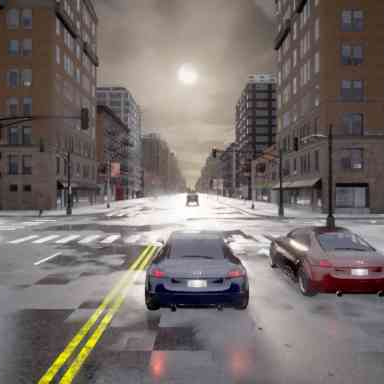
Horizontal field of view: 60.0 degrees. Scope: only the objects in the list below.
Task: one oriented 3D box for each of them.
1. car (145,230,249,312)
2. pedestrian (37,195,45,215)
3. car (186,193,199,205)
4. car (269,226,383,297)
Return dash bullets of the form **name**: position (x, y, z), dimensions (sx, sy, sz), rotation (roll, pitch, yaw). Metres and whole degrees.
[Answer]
- **car**: position (0.089, 1.564, 7.798), dimensions (1.994, 1.385, 4.181), rotation (0, 0, 0)
- **pedestrian**: position (-14.138, 1.170, 31.123), dimensions (0.375, 1.860, 0.375), rotation (0, 0, 0)
- **car**: position (0.109, 1.215, 59.408), dimensions (2.150, 2.045, 5.566), rotation (0, 0, 0)
- **car**: position (3.339, 1.564, 8.616), dimensions (1.994, 1.385, 4.181), rotation (0, 0, 0)
